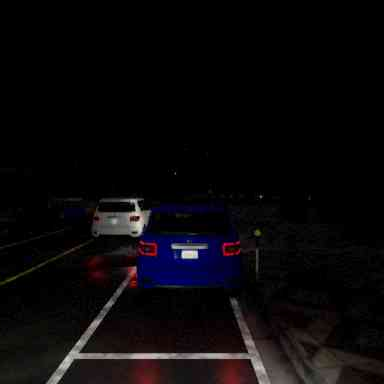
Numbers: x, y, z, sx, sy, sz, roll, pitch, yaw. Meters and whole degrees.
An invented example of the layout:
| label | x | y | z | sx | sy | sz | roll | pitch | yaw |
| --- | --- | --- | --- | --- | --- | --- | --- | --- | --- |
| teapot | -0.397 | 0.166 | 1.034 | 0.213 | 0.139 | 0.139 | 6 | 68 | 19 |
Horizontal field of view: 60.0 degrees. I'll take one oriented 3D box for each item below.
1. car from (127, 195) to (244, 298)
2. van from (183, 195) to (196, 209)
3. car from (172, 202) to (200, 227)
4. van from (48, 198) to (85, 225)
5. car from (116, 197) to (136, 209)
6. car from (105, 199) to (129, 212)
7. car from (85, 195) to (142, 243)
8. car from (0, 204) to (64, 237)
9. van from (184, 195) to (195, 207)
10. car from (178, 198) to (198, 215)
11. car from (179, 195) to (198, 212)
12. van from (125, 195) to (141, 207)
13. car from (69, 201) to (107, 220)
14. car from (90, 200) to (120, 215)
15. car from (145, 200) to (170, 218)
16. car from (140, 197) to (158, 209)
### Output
| label | x | y | z | sx | sy | sz | roll | pitch | yaw |
| --- | --- | --- | --- | --- | --- | --- | --- | --- | --- |
| car | -0.039 | 1.220 | 8.680 | 2.150 | 2.045 | 5.566 | 0 | 0 | 0 |
| van | -0.384 | 1.352 | 45.324 | 1.690 | 1.788 | 3.998 | 0 | 0 | 0 |
| car | -0.384 | 1.528 | 23.743 | 1.752 | 1.417 | 4.829 | 0 | 0 | 0 |
| van | -8.909 | 1.343 | 23.573 | 1.690 | 1.788 | 3.998 | 0 | 0 | 0 |
| car | -8.910 | 1.451 | 45.324 | 1.967 | 1.590 | 4.097 | 0 | 0 | 0 |
| car | -8.909 | 1.533 | 39.716 | 1.752 | 1.417 | 4.829 | 0 | 0 | 0 |
| car | -3.145 | 1.259 | 16.175 | 2.150 | 2.045 | 5.566 | 0 | 0 | 0 |
| car | -8.909 | 1.567 | 18.136 | 1.947 | 1.339 | 4.313 | 0 | 0 | 0 |
| van | -0.384 | 1.355 | 50.761 | 1.690 | 1.788 | 3.998 | 0 | 0 | 0 |
| car | -0.384 | 1.446 | 34.448 | 1.967 | 1.590 | 4.097 | 0 | 0 | 0 |
| car | -0.384 | 1.323 | 39.886 | 2.192 | 1.841 | 5.009 | 0 | 0 | 0 |
| van | -8.910 | 1.355 | 50.762 | 1.690 | 1.788 | 3.998 | 0 | 0 | 0 |
| car | -8.909 | 1.529 | 28.841 | 1.752 | 1.417 | 4.829 | 0 | 0 | 0 |
| car | -8.909 | 1.572 | 34.448 | 1.947 | 1.339 | 4.313 | 0 | 0 | 0 |
| car | -3.145 | 1.522 | 31.145 | 1.837 | 1.490 | 4.892 | 0 | 0 | 0 |
| car | -6.145 | 1.525 | 48.146 | 1.882 | 1.535 | 5.008 | 0 | 0 | 0 |
